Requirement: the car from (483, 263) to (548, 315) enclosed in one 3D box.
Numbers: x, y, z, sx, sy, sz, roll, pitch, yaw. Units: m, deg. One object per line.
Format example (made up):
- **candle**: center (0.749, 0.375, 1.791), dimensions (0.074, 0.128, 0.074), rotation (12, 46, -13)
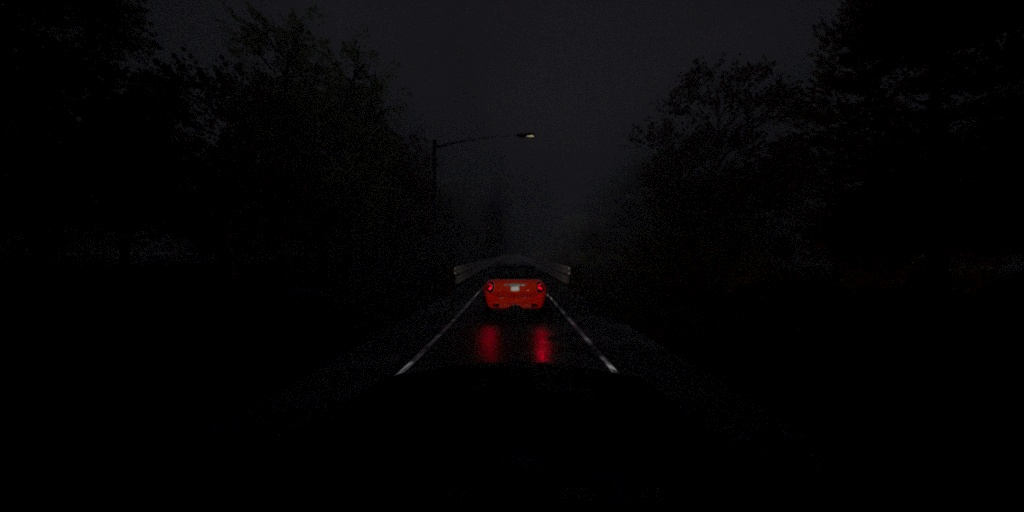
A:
- **car**: center (0.100, 1.027, 13.349), dimensions (2.097, 1.767, 4.553), rotation (0, 0, 0)
